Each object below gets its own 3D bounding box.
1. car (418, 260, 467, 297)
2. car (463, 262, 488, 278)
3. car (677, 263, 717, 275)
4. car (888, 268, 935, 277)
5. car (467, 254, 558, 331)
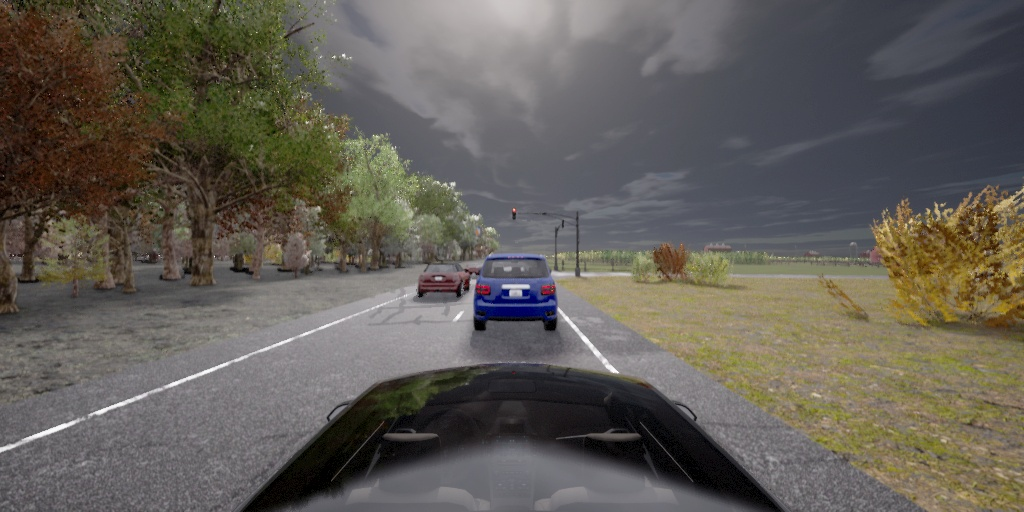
[{"bbox_3d":[-3.425,1.084,18.851,2.097,1.767,4.553,0,0,0],"label":"car"},{"bbox_3d":[-3.449,1.315,34.425,1.895,1.301,4.718,0,0,0],"label":"car"},{"bbox_3d":[22.225,1.474,43.466,5.008,1.535,1.882,1,-1,0],"label":"car"},{"bbox_3d":[48.335,1.846,43.337,4.181,1.385,1.994,1,-1,1],"label":"car"},{"bbox_3d":[0.089,0.961,11.054,2.150,2.045,5.566,0,0,0],"label":"car"}]
